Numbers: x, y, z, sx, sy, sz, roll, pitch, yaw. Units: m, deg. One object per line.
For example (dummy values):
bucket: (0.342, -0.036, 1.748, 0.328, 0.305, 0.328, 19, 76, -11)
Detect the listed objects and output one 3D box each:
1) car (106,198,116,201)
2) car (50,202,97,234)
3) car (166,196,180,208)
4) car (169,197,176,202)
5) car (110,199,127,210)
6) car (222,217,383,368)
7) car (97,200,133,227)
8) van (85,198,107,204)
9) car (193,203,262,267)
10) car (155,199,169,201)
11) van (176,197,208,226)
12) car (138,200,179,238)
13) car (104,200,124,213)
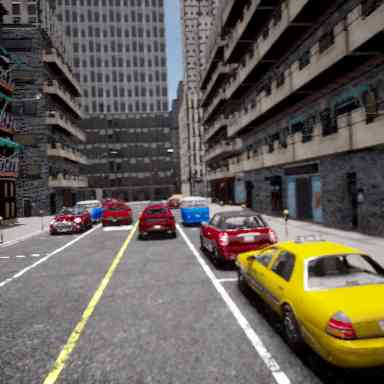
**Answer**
car: (-9.540, 1.606, 37.889, 2.192, 1.841, 5.009, -3, 0, -6)
car: (-7.678, 1.712, 21.346, 1.967, 1.590, 4.097, -3, 0, -6)
car: (-2.962, 1.461, 49.985, 1.752, 1.417, 4.829, -3, 0, -6)
car: (-2.324, 1.474, 44.301, 1.887, 1.381, 4.507, -3, 0, -6)
car: (-10.763, 1.847, 48.920, 1.887, 1.381, 4.507, -3, 0, -6)
car: (1.982, 1.409, 5.868, 1.752, 1.417, 4.829, -3, 0, -6)
car: (-5.465, 1.633, 24.707, 1.882, 1.535, 5.008, -3, 0, -6)
van: (-8.302, 1.620, 26.860, 1.690, 1.788, 3.998, -3, 0, -6)
car: (1.378, 1.331, 11.213, 1.967, 1.590, 4.097, -3, 0, -6)
car: (-3.904, 1.600, 36.185, 1.994, 1.385, 4.181, -3, 0, -6)
van: (0.136, 1.246, 22.242, 1.690, 1.788, 3.998, -3, 0, -6)
car: (-1.918, 1.494, 18.271, 1.882, 1.535, 5.008, -3, 1, -6)
car: (-10.143, 1.863, 43.405, 1.947, 1.339, 4.313, -3, 0, -6)
